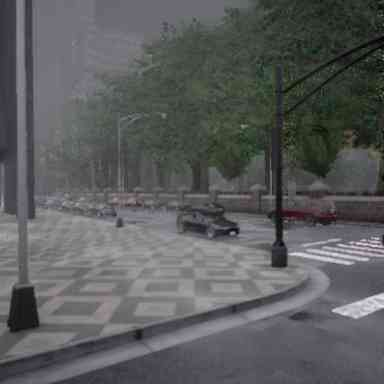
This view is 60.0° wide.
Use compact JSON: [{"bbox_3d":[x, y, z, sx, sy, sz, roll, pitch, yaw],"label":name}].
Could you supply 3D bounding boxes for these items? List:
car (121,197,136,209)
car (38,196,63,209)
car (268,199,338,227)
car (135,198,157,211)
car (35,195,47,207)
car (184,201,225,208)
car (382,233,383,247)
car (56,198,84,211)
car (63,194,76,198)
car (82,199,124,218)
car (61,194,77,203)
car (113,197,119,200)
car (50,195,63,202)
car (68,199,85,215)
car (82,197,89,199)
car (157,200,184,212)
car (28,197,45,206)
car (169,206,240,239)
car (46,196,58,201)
[{"bbox_3d":[-7.985,1.507,45.870,1.967,1.590,4.097,-1,0,-35],"label":"car"},{"bbox_3d":[-21.241,1.741,49.858,1.802,1.307,4.206,-1,0,-35],"label":"car"},{"bbox_3d":[7.760,1.385,23.590,2.192,1.841,5.009,-1,0,-35],"label":"car"},{"bbox_3d":[-4.835,1.618,41.415,2.008,1.369,4.403,-1,0,-35],"label":"car"},{"bbox_3d":[-24.393,1.474,54.313,2.192,1.841,5.009,-1,0,-35],"label":"car"},{"bbox_3d":[1.464,1.634,32.503,1.947,1.339,4.313,-1,0,-35],"label":"car"},{"bbox_3d":[9.326,1.618,11.406,1.882,1.535,5.008,0,-1,-35],"label":"car"},{"bbox_3d":[-14.942,1.742,40.946,1.802,1.307,4.206,-1,0,-35],"label":"car"},{"bbox_3d":[-20.882,1.567,54.134,1.882,1.535,5.008,-1,0,-35],"label":"car"},{"bbox_3d":[-8.642,1.712,32.033,2.008,1.369,4.403,-1,0,-35],"label":"car"},{"bbox_3d":[-26.883,1.386,72.605,2.192,1.841,5.009,-1,0,-35],"label":"car"},{"bbox_3d":[-11.135,1.507,50.326,1.967,1.590,4.097,-1,0,-35],"label":"car"},{"bbox_3d":[-33.278,1.602,81.657,1.752,1.417,4.829,-1,0,-35],"label":"car"},{"bbox_3d":[-11.792,1.742,36.489,1.802,1.307,4.206,-1,0,-35],"label":"car"},{"bbox_3d":[-20.680,1.592,63.833,1.752,1.417,4.829,-1,0,-35],"label":"car"},{"bbox_3d":[-1.685,1.618,36.959,2.008,1.369,4.403,-1,0,-35],"label":"car"},{"bbox_3d":[-27.541,1.705,58.771,1.887,1.381,4.507,-1,0,-35],"label":"car"},{"bbox_3d":[0.807,1.729,18.664,1.947,1.339,4.313,-1,0,-35],"label":"car"},{"bbox_3d":[-36.329,1.645,85.974,1.947,1.339,4.313,-1,0,-35],"label":"car"}]
